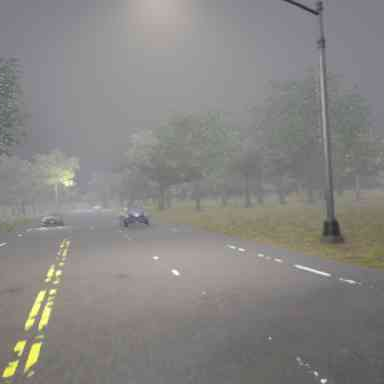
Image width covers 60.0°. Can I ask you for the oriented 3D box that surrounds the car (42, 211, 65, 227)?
[{"bbox_3d":[-14.044,2.717,33.892,1.837,1.490,4.892,-3,-1,-18],"label":"car"}]

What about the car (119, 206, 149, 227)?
[{"bbox_3d":[-5.276,2.064,29.694,2.097,1.767,4.553,-2,-1,-19],"label":"car"}]
